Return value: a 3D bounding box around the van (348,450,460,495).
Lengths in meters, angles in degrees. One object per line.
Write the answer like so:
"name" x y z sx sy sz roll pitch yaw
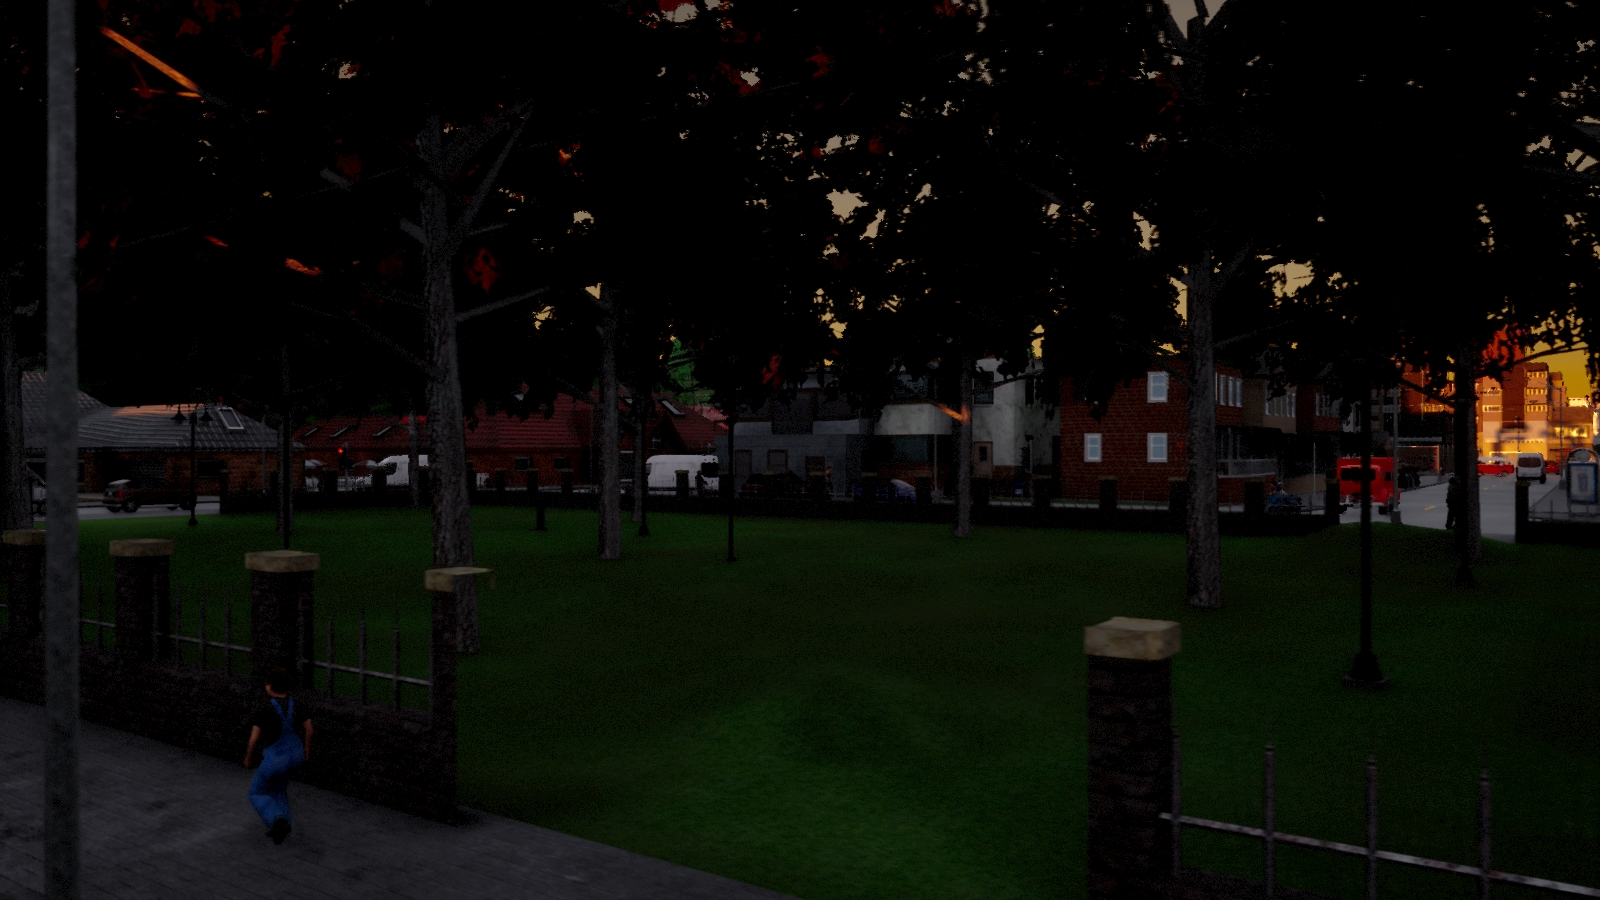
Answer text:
"van" -23.254 1.317 67.218 5.915 2.561 1.988 0 -1 -31

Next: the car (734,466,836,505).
"car" -0.734 1.687 55.225 4.553 1.767 2.097 0 0 35

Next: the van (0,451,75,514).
"van" -33.359 1.317 46.769 1.988 2.561 5.915 0 0 36

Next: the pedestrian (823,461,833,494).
"pedestrian" 1.571 1.521 63.907 0.375 1.860 0.375 0 0 35

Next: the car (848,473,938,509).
"car" 4.211 1.819 51.973 3.633 1.501 1.845 0 0 36

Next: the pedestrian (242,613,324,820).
"pedestrian" -3.551 1.806 7.848 0.375 1.300 0.375 0 0 35

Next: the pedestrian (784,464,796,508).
"pedestrian" -0.439 1.527 48.594 0.375 1.860 0.375 0 0 33

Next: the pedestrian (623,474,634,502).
"pedestrian" -8.131 1.806 54.079 0.375 1.300 0.375 0 0 -42

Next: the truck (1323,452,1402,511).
"truck" 25.294 1.348 51.252 2.627 2.467 5.204 0 0 32

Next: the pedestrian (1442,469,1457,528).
"pedestrian" 20.493 1.525 36.049 0.375 1.860 0.375 0 0 35

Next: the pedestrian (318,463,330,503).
"pedestrian" -22.319 1.527 53.572 0.375 1.860 0.375 0 0 35

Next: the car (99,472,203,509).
"car" -29.559 1.808 52.089 1.789 1.549 3.705 0 0 35

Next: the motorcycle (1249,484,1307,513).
"motorcycle" 19.623 1.992 46.930 2.033 1.145 0.803 -1 -5 -7

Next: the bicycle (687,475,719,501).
"bicycle" -4.949 1.942 58.249 1.835 1.271 0.329 0 0 35

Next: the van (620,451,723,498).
"van" -7.318 1.316 64.722 5.915 2.561 1.988 0 0 35
